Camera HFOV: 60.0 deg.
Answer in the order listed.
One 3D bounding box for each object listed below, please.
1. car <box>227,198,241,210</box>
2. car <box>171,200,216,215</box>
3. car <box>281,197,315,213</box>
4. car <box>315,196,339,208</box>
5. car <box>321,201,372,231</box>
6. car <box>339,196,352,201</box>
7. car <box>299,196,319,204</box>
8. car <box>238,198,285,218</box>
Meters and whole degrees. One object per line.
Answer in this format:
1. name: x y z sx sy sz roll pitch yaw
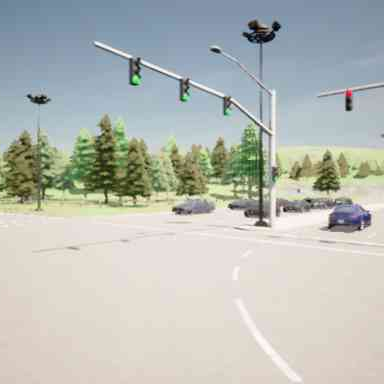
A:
1. car: 6.421 1.449 40.946 2.033 1.411 5.357 0 0 38
2. car: 0.265 1.460 33.013 2.033 1.411 5.357 0 0 38
3. car: 11.336 1.487 35.882 1.994 1.385 4.181 0 0 37
4. car: 16.763 1.405 42.849 2.128 1.511 4.902 0 0 38
5. car: 9.715 1.487 20.415 1.812 1.442 4.674 0 0 37
6. car: 23.100 1.392 50.927 2.128 1.511 4.902 0 0 38
7. car: 21.089 1.476 59.672 1.895 1.301 4.718 0 0 39
8. car: 6.213 1.496 29.259 1.994 1.385 4.181 0 0 38
